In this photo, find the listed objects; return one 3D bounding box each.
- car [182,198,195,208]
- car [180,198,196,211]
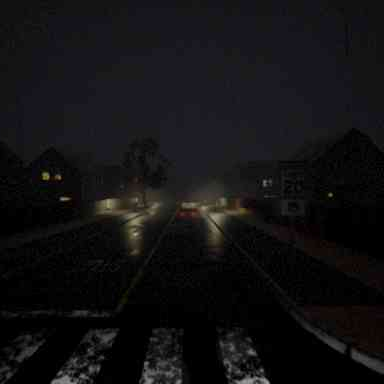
[{"bbox_3d":[-0.621,1.682,52.297,1.882,1.535,5.008,0,0,-2],"label":"car"},{"bbox_3d":[-0.479,1.658,42.269,1.812,1.442,4.674,0,0,-1],"label":"car"}]
